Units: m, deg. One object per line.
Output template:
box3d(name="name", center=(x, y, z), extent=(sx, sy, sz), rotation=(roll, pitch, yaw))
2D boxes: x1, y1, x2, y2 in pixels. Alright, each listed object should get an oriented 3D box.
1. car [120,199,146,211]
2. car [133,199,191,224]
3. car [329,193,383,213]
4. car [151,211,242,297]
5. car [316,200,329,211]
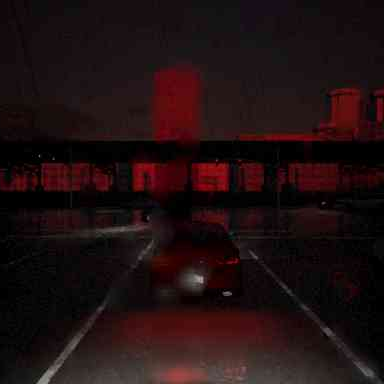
box3d(name="car", center=(-6.103, 1.526, 39.204), extent=(4.674, 1.442, 1.812), rotation=(0, 0, 2))
box3d(name="car", center=(-1.764, 1.476, 24.255), extent=(2.128, 1.511, 4.902), rotation=(0, 0, 27))
box3d(name="car", center=(17.974, 1.141, 35.026), extent=(5.566, 2.045, 2.150), rotation=(0, 0, 1))
box3d(name="car", center=(0.095, 1.478, 8.637), extent=(1.882, 1.535, 5.008), rotation=(0, 0, 0))
box3d(name="car", center=(16.893, 1.282, 38.582), extent=(4.553, 1.767, 2.097), rotation=(0, 0, 2))
